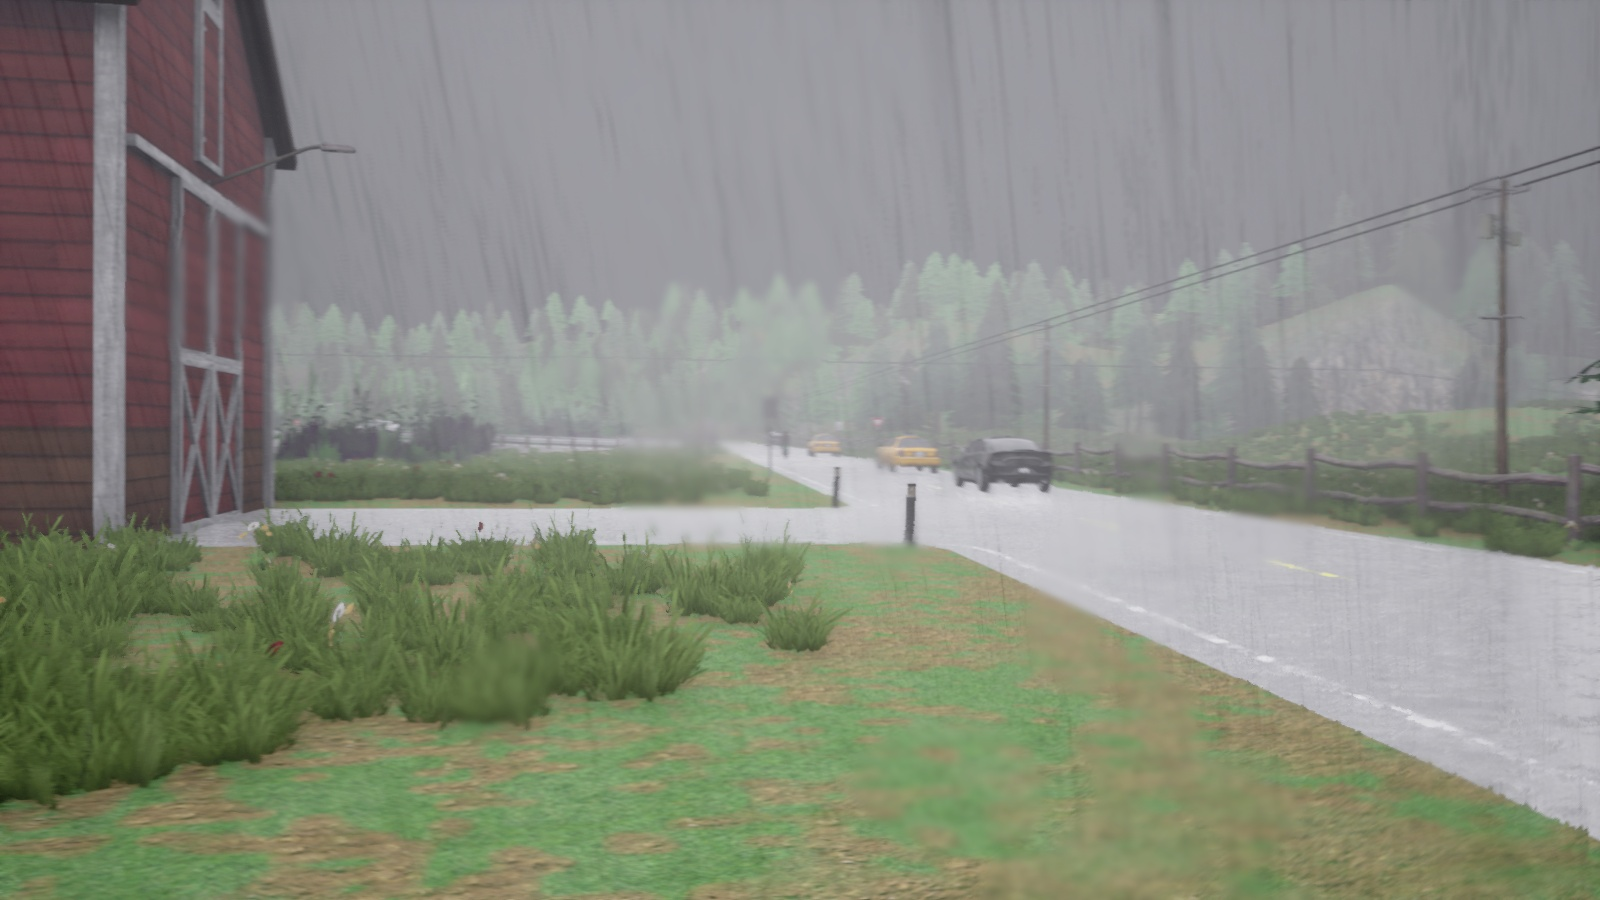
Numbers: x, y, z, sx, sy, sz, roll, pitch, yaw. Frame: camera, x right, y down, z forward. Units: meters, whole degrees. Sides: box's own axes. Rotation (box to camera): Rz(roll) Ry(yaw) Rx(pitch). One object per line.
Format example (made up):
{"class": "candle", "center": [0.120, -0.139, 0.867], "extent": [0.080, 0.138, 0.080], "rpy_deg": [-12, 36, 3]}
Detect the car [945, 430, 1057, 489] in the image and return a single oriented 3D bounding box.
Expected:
{"class": "car", "center": [5.548, 0.217, 35.292], "extent": [1.882, 1.535, 5.008], "rpy_deg": [-1, 1, -5]}

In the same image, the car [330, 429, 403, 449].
{"class": "car", "center": [-31.436, -0.806, 91.218], "extent": [4.674, 1.442, 1.812], "rpy_deg": [0, 1, -3]}

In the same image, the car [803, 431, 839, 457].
{"class": "car", "center": [1.301, -0.406, 80.354], "extent": [1.801, 1.575, 5.366], "rpy_deg": [-1, 1, -5]}

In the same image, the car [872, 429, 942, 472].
{"class": "car", "center": [4.165, -0.009, 49.771], "extent": [1.801, 1.575, 5.366], "rpy_deg": [-1, 1, -5]}
